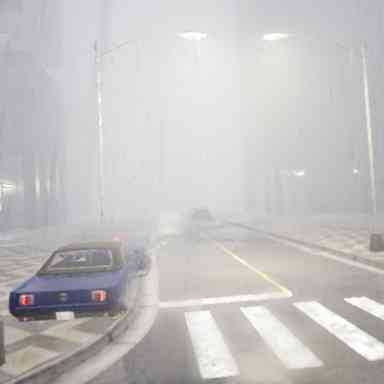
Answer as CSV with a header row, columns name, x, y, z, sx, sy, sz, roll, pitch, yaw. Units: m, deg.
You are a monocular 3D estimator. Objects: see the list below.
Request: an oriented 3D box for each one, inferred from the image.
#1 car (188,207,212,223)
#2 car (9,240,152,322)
name,x,y,z,sx,sy,sz,roll,pitch,yaw
car,0.781,2.233,33.470,2.128,1.511,4.902,-3,-1,-7
car,-2.218,1.811,7.873,1.895,1.301,4.718,-3,0,-1
